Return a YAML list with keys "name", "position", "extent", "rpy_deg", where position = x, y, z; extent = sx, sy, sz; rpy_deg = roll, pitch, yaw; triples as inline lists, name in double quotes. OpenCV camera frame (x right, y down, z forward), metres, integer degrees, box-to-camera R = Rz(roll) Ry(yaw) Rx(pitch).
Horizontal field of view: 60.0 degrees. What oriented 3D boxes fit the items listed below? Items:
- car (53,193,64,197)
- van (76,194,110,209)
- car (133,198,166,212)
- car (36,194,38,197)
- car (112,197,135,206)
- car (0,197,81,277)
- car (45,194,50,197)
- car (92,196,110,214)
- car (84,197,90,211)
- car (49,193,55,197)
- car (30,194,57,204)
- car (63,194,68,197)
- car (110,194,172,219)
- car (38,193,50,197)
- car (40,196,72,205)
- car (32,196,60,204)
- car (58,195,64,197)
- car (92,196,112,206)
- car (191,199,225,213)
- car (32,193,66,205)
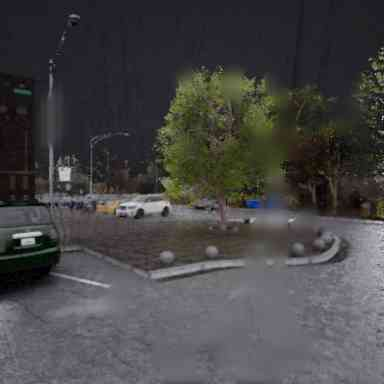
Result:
- name: "car"
  position: [-17.495, 1.373, 49.411]
  extent: [2.185, 1.767, 4.553]
  rpy_deg: [0, 1, 36]
- name: "van"
  position: [-10.869, 1.270, 39.327]
  extent: [1.878, 1.987, 4.442]
  rpy_deg: [0, 1, 36]
- name: "car"
  position: [-5.262, 1.491, 40.665]
  extent: [1.882, 1.535, 5.008]
  rpy_deg: [0, 0, -34]
- name: "car"
  position: [-25.786, 1.515, 62.001]
  extent: [1.946, 1.575, 5.366]
  rpy_deg: [-1, 0, 36]
- name: "car"
  position: [-12.088, 1.574, 58.215]
  extent: [2.033, 1.411, 5.357]
  rpy_deg: [0, 0, -34]
- name: "car"
  position: [-5.852, 1.235, 8.938]
  extent: [5.566, 2.045, 2.435]
  rpy_deg: [-1, -1, 35]
- name: "car"
  position: [-20.857, 1.535, 54.399]
  extent: [2.163, 1.488, 4.792]
  rpy_deg: [-1, 0, 36]
- name: "car"
  position: [-7.326, 1.488, 34.602]
  extent: [1.946, 1.575, 5.366]
  rpy_deg: [-1, 0, 36]
- name: "car"
  position: [-9.125, 1.534, 36.936]
  extent: [2.002, 1.452, 4.674]
  rpy_deg: [-1, 0, 36]
- name: "car"
  position: [-19.170, 1.376, 51.901]
  extent: [2.185, 1.767, 4.553]
  rpy_deg: [0, 1, 36]
- name: "car"
  position: [-30.942, 1.418, 69.299]
  extent: [2.185, 1.767, 4.553]
  rpy_deg: [-1, 0, 36]
- name: "car"
  position: [-14.189, 1.371, 44.383]
  extent: [2.185, 1.767, 4.553]
  rpy_deg: [-1, 0, 36]
- name: "car"
  position: [-4.070, 1.241, 29.448]
  extent: [2.435, 2.045, 5.566]
  rpy_deg: [0, 1, 36]
- name: "car"
  position: [-22.532, 1.258, 56.888]
  extent: [2.435, 2.045, 5.566]
  rpy_deg: [-1, 0, 36]
- name: "car"
  position: [-24.201, 1.544, 59.382]
  extent: [2.163, 1.488, 4.792]
  rpy_deg: [-1, 0, 36]
- name: "car"
  position: [-29.239, 1.575, 66.832]
  extent: [2.002, 1.452, 4.674]
  rpy_deg: [0, 1, 36]
- name: "car"
  position: [-15.842, 1.538, 46.897]
  extent: [2.002, 1.452, 4.674]
  rpy_deg: [-1, 0, 36]
- name: "car"
  position: [-14.969, 1.522, 55.196]
  extent: [1.837, 1.490, 4.892]
  rpy_deg: [0, 0, -34]
- name: "car"
  position: [1.761, 1.507, 37.805]
  extent: [2.128, 1.511, 4.902]
  rpy_deg: [0, 0, -34]
- name: "car"
  position: [-27.572, 1.276, 64.365]
  extent: [2.435, 2.045, 5.566]
  rpy_deg: [-1, 0, 36]
